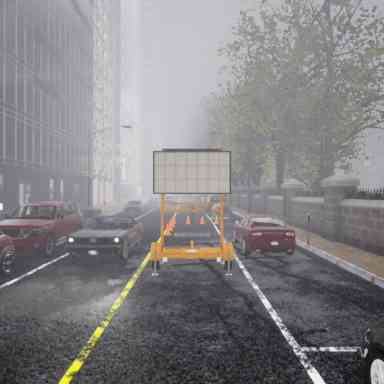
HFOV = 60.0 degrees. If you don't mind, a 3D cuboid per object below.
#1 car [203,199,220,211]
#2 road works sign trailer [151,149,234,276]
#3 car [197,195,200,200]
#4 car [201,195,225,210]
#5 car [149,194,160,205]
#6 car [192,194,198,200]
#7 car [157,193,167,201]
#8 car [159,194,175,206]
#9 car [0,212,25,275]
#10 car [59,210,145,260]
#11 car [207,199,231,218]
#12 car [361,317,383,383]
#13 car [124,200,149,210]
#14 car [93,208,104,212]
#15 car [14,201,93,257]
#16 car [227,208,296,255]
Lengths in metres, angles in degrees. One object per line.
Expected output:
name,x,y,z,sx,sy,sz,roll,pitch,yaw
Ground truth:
car,2.361,1.515,40.851,1.802,1.307,4.206,0,0,-2
road works sign trailer,0.002,0.461,10.350,2.380,3.560,2.880,0,0,0
car,2.215,1.465,46.408,2.008,1.369,4.403,0,0,-2
car,2.508,1.266,35.292,2.192,1.841,5.009,0,0,-2
car,-6.606,1.457,57.563,1.802,1.307,4.206,0,0,-2
car,1.195,1.330,85.313,2.008,1.369,4.403,0,0,-1
car,-7.187,1.112,79.794,2.192,1.841,5.009,0,0,-2
car,-3.633,1.372,52.148,1.882,1.535,5.008,0,0,-2
car,-5.832,1.439,7.457,1.967,1.590,4.097,0,0,0
car,-3.100,1.596,12.643,1.895,1.301,4.718,0,0,0
car,2.625,1.548,29.727,1.802,1.307,4.206,0,0,-1
car,2.693,1.551,1.947,2.008,1.369,4.403,0,0,0
car,-6.023,1.515,35.323,1.947,1.339,4.313,0,0,-1
car,-5.829,1.553,18.577,1.947,1.339,4.313,0,0,0
car,-5.830,1.310,13.015,2.192,1.841,5.009,0,0,0
car,2.695,1.540,13.069,1.887,1.381,4.507,0,0,0
